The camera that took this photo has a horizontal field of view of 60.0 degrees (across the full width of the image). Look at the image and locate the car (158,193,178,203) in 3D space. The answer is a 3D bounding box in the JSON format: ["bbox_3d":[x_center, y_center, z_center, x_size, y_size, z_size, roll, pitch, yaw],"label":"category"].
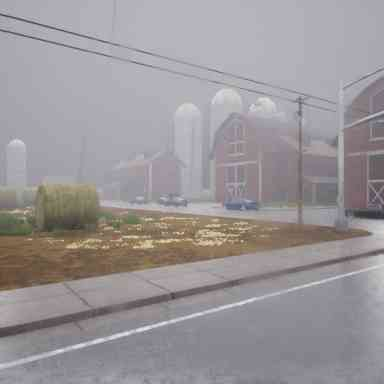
[{"bbox_3d":[-3.979,1.118,57.640,3.866,1.878,1.905,-2,5,11],"label":"car"}]

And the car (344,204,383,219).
[{"bbox_3d":[14.354,1.574,26.075,1.895,1.301,4.718,0,0,-36],"label":"car"}]

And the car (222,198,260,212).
[{"bbox_3d":[5.519,1.451,37.994,1.882,1.535,5.008,0,0,-36],"label":"car"}]

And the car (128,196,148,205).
[{"bbox_3d":[-9.399,1.499,58.125,1.812,1.442,4.674,0,0,-36],"label":"car"}]

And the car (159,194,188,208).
[{"bbox_3d":[-2.455,1.465,48.721,1.812,1.442,4.674,-1,1,-37],"label":"car"}]
